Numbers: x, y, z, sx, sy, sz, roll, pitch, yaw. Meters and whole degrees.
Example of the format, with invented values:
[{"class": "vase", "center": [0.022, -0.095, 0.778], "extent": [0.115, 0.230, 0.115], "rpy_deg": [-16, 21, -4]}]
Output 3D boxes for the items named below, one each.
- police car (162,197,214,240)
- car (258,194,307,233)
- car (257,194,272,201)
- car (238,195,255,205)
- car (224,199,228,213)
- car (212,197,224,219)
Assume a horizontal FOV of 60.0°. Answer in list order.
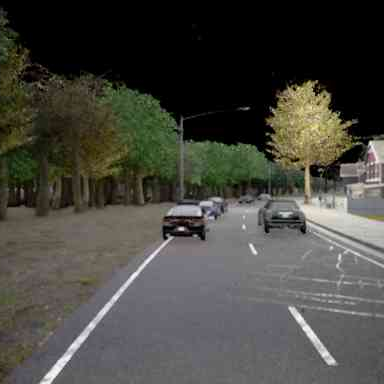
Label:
[{"class": "police car", "center": [-0.163, 1.285, 16.229], "extent": [1.930, 1.638, 5.238], "rpy_deg": [0, 1, 6]}, {"class": "car", "center": [4.915, 1.189, 18.615], "extent": [2.097, 1.767, 4.553], "rpy_deg": [0, 1, 7]}, {"class": "car", "center": [14.051, 1.039, 64.284], "extent": [1.994, 1.385, 4.181], "rpy_deg": [0, 0, 25]}, {"class": "car", "center": [8.114, 1.159, 49.204], "extent": [1.895, 1.301, 4.718], "rpy_deg": [0, 1, 19]}, {"class": "car", "center": [2.334, 1.196, 31.842], "extent": [1.882, 1.535, 5.008], "rpy_deg": [0, 1, 12]}, {"class": "car", "center": [1.204, 1.297, 25.978], "extent": [1.812, 1.442, 4.674], "rpy_deg": [0, 1, 10]}]
